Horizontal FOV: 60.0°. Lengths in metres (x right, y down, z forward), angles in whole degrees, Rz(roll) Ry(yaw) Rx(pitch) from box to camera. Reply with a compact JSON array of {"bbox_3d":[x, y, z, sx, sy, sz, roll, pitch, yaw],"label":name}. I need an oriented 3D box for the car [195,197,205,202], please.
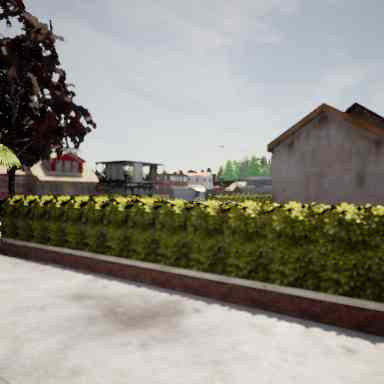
[{"bbox_3d":[1.366,1.347,42.984,2.128,1.511,4.902,0,0,36],"label":"car"}]
